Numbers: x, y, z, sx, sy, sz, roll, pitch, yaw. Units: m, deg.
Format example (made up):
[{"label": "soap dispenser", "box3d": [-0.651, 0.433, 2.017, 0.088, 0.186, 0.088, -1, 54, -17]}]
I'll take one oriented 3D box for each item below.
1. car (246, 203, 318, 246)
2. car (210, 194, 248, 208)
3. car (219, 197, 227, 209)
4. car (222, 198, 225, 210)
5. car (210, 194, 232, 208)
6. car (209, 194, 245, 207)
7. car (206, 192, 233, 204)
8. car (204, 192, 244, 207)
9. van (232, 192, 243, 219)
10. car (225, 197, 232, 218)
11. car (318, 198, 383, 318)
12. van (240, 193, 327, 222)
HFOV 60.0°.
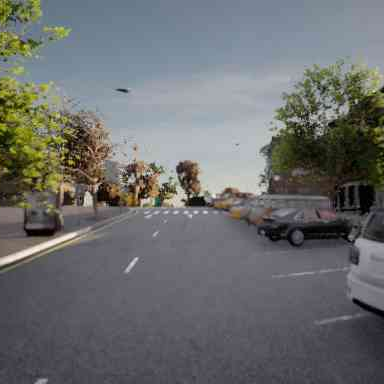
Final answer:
[{"label": "car", "box3d": [5.183, 1.411, 14.486, 4.892, 1.521, 2.231, 0, 0, -20]}, {"label": "car", "box3d": [4.998, 1.192, 44.731, 4.553, 1.767, 2.185, 1, -1, -21]}, {"label": "car", "box3d": [5.173, 1.403, 29.613, 4.674, 1.452, 2.002, 0, 0, -20]}, {"label": "car", "box3d": [5.192, 1.413, 26.584, 4.674, 1.452, 2.002, 0, 0, -20]}, {"label": "car", "box3d": [5.286, 1.334, 38.733, 5.366, 1.575, 1.946, 0, 0, -21]}, {"label": "car", "box3d": [4.995, 1.221, 47.755, 4.553, 1.767, 2.185, 1, -3, -21]}, {"label": "car", "box3d": [5.052, 1.075, 41.680, 5.566, 2.045, 2.435, 0, 0, -21]}, {"label": "car", "box3d": [4.887, 1.205, 50.707, 5.566, 2.045, 2.435, 2, -5, -20]}, {"label": "van", "box3d": [5.082, 1.164, 20.491, 4.442, 1.987, 1.878, 0, 0, -20]}, {"label": "car", "box3d": [5.363, 1.380, 23.624, 5.366, 1.575, 1.946, 0, 0, -20]}, {"label": "car", "box3d": [5.217, 1.186, 5.433, 5.566, 2.045, 2.435, 0, 0, -20]}, {"label": "van", "box3d": [5.084, 1.174, 17.463, 4.442, 1.987, 1.878, 0, 0, -20]}]
